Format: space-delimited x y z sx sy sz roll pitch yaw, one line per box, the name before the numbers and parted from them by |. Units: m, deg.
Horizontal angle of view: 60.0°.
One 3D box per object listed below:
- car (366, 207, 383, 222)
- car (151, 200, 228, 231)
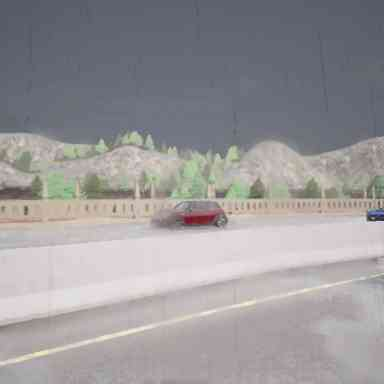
car | 14.363 1.506 23.015 5.008 1.535 1.882 0 0 -21
car | -0.136 1.304 20.045 4.553 1.767 2.097 0 0 -28
